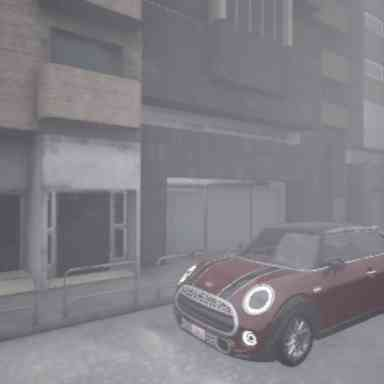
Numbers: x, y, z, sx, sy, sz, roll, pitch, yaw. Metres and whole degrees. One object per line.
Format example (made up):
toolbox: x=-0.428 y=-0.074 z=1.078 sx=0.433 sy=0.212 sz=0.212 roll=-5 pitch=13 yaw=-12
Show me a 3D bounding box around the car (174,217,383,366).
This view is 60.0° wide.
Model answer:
car: x=1.923 y=1.377 z=5.953 sx=4.553 sy=1.767 sz=2.097 roll=1 pitch=0 yaw=-35
